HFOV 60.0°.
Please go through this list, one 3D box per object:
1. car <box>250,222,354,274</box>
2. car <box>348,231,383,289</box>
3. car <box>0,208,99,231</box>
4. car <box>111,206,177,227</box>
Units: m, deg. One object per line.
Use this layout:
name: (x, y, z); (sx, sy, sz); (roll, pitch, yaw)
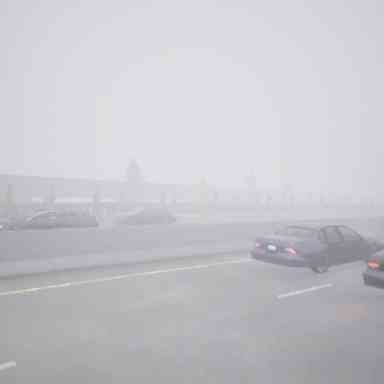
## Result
car: (4.376, 1.732, 11.164); (5.357, 1.411, 2.033); (2, -1, -35)
car: (6.370, 1.730, 8.287); (5.357, 1.411, 2.033); (2, -1, -35)
car: (-7.029, 1.532, 16.173); (4.902, 1.511, 2.128); (1, -1, -35)
car: (-3.241, 1.728, 23.174); (4.674, 1.442, 1.812); (2, -1, -35)
